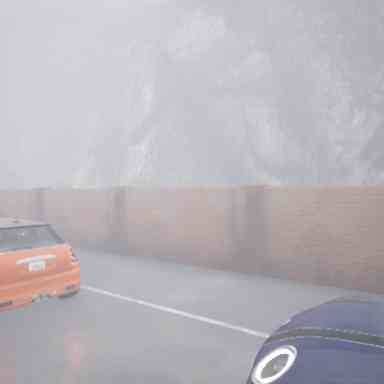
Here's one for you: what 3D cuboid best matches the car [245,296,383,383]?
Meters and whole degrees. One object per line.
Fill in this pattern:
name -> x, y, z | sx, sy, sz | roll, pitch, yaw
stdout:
car -> 2.621, 1.353, 2.161 | 4.553, 1.767, 2.097 | 0, 0, 35

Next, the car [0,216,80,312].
car -> -4.516, 1.346, 7.217 | 4.553, 1.767, 2.097 | 0, 0, 36
